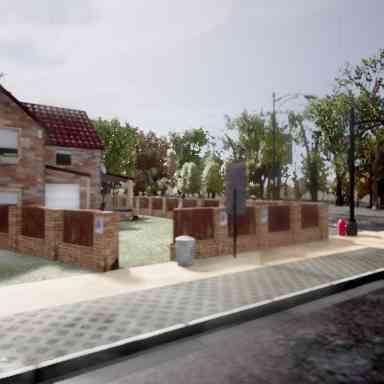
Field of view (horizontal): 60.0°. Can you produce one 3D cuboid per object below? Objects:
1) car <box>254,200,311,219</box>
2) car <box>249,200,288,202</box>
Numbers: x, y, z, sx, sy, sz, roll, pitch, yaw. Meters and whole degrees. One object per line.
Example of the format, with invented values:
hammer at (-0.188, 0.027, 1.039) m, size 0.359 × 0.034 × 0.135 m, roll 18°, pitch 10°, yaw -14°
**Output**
car at (7.790, 1.448, 29.017) m, size 1.812 × 1.442 × 4.674 m, roll 0°, pitch 0°, yaw -35°
car at (5.343, 1.398, 26.850) m, size 1.882 × 1.535 × 5.008 m, roll 0°, pitch 0°, yaw -35°
